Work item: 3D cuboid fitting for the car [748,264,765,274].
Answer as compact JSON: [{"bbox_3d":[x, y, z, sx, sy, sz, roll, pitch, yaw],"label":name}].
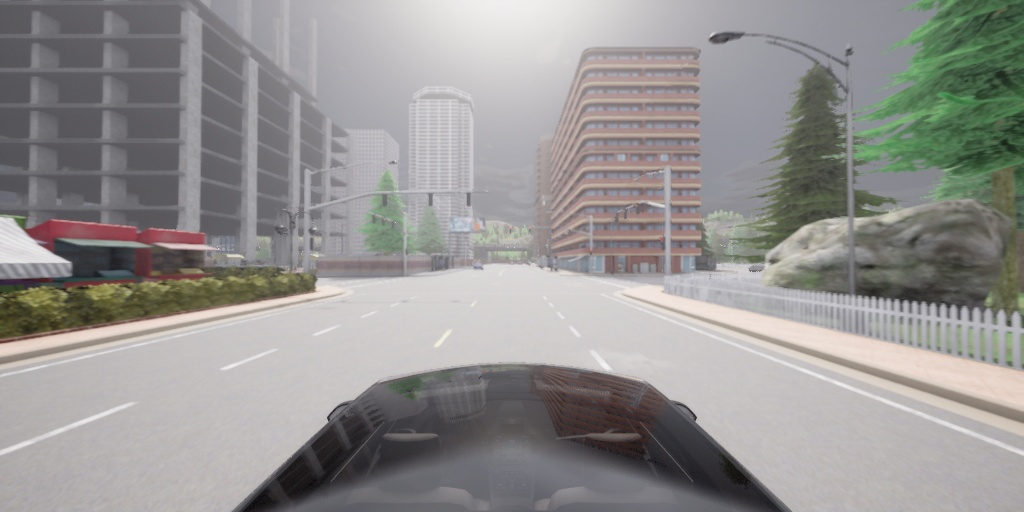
[{"bbox_3d":[35.590,1.860,52.018,1.837,1.490,4.892,0,0,40],"label":"car"}]
